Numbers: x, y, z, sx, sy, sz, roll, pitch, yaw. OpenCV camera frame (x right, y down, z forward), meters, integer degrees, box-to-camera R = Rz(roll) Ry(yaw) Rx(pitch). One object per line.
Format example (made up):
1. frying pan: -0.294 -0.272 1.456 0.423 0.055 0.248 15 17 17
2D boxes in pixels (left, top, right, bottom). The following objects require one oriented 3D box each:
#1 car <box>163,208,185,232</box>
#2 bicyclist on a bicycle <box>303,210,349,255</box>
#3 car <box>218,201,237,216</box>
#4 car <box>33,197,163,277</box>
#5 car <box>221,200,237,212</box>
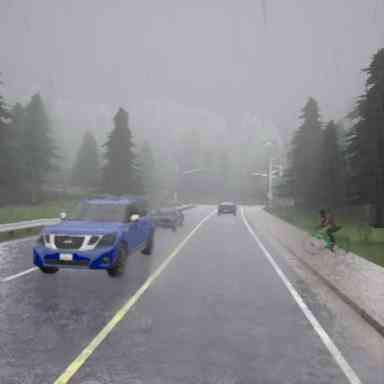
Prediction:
1. car: -1.626 1.670 20.805 1.895 1.301 4.718 1 0 6
2. bicyclist on a bicycle: 4.882 1.483 12.082 1.656 1.620 0.582 2 0 6
3. car: 3.857 1.766 36.192 1.882 1.535 5.008 1 0 8
4. car: -2.675 1.210 10.637 2.150 2.045 5.566 1 0 6
5. car: 5.256 1.943 46.581 1.994 1.385 4.181 1 0 8
